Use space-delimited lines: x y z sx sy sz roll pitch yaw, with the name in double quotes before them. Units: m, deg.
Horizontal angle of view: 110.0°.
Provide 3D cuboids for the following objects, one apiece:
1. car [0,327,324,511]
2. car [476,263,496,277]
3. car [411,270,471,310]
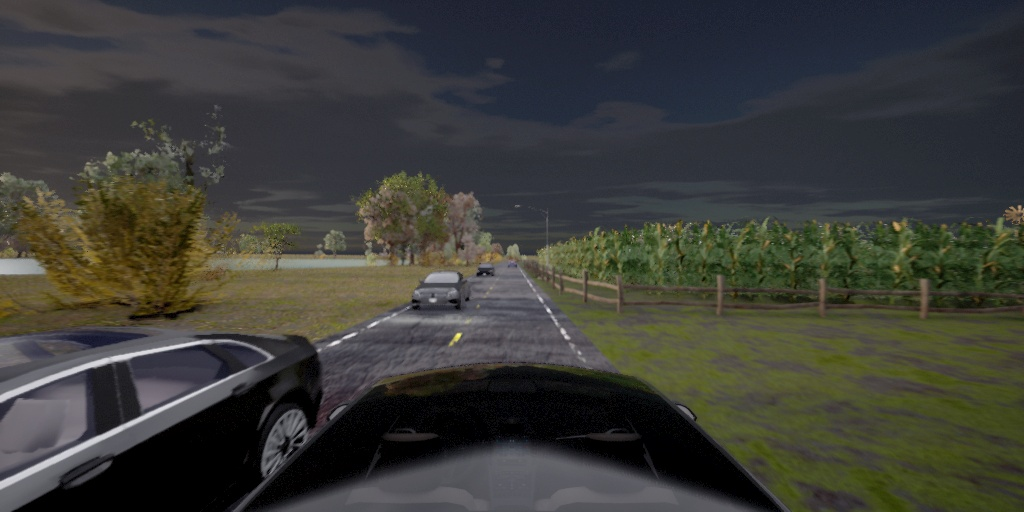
"car" -2.849 1.240 1.711 2.128 1.511 4.902 0 0 0
"car" -2.738 1.487 38.723 2.033 1.411 5.357 0 0 0
"car" -2.826 1.342 15.142 1.812 1.442 4.674 0 0 0
